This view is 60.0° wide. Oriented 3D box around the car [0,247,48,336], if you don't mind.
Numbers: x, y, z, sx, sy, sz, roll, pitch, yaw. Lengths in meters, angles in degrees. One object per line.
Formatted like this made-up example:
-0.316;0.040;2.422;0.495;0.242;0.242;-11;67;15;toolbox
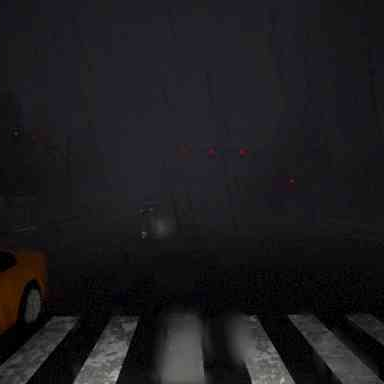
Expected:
-3.598;1.477;4.135;1.882;1.535;5.008;0;0;0;car

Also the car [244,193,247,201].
14.633;1.225;81.503;5.566;2.045;2.150;0;0;-43;car

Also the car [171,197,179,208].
-3.531;1.547;49.408;2.033;1.411;5.357;0;0;1;car

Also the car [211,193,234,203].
6.435;1.223;69.275;2.150;2.045;5.566;0;0;22;car

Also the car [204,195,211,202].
4.372;1.355;73.630;2.097;1.767;4.553;0;0;30;car

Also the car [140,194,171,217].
-3.581;1.224;32.148;2.150;2.045;5.566;0;0;0;car

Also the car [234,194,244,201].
10.156;1.524;81.924;1.812;1.442;4.674;0;0;44;car

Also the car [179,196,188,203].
-1.979;1.526;66.555;1.812;1.442;4.674;0;0;14;car
